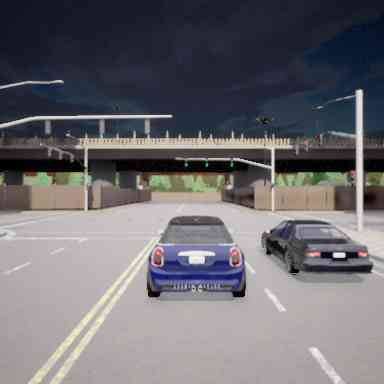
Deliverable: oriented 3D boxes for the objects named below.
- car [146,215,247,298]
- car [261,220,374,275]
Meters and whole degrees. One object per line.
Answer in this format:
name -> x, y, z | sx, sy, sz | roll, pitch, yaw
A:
car -> 0.095, 1.393, 8.799 | 2.097, 1.767, 4.553 | 0, 0, 0
car -> 3.593, 1.598, 10.631 | 2.033, 1.411, 5.357 | 0, 0, 0
